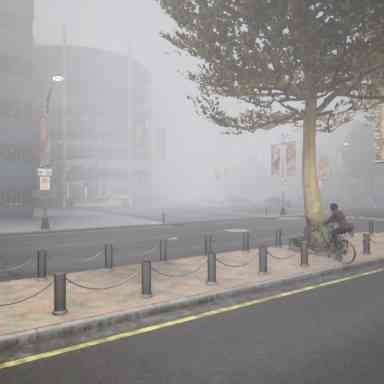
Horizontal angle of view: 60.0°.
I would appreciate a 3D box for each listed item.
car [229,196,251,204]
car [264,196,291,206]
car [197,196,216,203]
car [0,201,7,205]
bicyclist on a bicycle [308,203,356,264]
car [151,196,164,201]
[{"bbox_3d":[9.237,1.478,64.071,1.882,1.535,5.008,0,0,-33],"label":"car"},{"bbox_3d":[14.448,1.478,56.264,1.882,1.535,5.008,0,0,-34],"label":"car"},{"bbox_3d":[3.122,1.525,72.185,2.128,1.511,4.902,0,0,-44],"label":"car"},{"bbox_3d":[-20.489,1.320,32.171,4.674,1.452,2.002,0,0,-34],"label":"car"},{"bbox_3d":[4.204,1.178,9.890,0.582,1.620,1.656,1,13,-33],"label":"bicyclist on a bicycle"},{"bbox_3d":[-9.626,1.595,84.482,4.718,1.301,1.895,0,0,20],"label":"car"}]
